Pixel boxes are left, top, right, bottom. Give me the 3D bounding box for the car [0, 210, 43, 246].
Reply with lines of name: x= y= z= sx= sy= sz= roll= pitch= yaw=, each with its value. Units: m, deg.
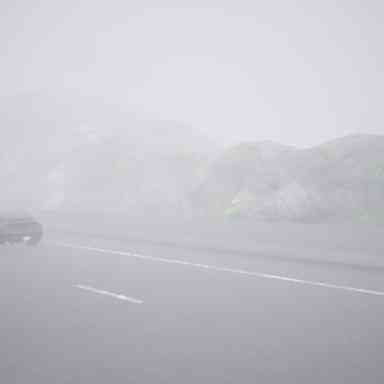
car: x=-8.269 y=1.514 z=14.066 sx=4.892 sy=1.490 sz=1.837 roll=0 pitch=0 yaw=36
